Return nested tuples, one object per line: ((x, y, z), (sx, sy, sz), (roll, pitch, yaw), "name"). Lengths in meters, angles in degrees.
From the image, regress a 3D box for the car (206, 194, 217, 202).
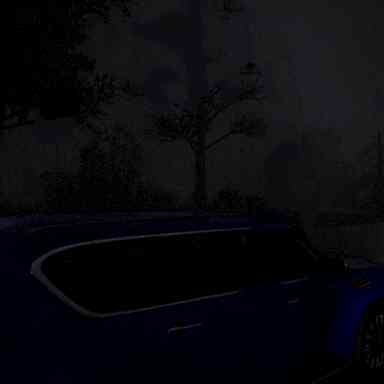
((4.867, 1.439, 68.934), (2.150, 2.045, 5.566), (0, -1, -22), "car")

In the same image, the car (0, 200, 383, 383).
((0.200, 1.221, 3.844), (5.566, 2.045, 2.150), (0, 0, -35), "car")

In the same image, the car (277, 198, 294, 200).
((13.902, 1.582, 48.863), (2.033, 1.411, 5.357), (0, 0, -26), "car")
